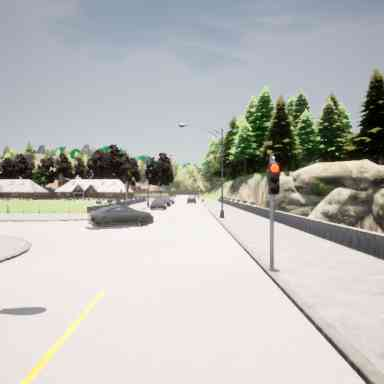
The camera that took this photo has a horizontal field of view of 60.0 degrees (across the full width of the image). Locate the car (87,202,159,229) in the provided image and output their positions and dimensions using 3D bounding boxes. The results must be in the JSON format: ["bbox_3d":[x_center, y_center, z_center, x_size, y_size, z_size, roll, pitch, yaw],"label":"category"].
[{"bbox_3d":[-4.609,1.562,21.536,4.181,1.385,1.994,0,0,-33],"label":"car"}]

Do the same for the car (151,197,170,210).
[{"bbox_3d":[-4.214,1.524,42.633,1.812,1.442,4.674,0,0,-1],"label":"car"}]

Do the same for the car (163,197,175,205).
[{"bbox_3d":[-4.225,1.598,62.154,1.895,1.301,4.718,0,0,0],"label":"car"}]

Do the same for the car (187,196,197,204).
[{"bbox_3d":[-0.072,1.545,65.132,2.033,1.411,5.357,0,0,0],"label":"car"}]

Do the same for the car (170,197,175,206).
[{"bbox_3d":[-4.233,1.545,52.341,2.033,1.411,5.357,0,0,-1],"label":"car"}]
